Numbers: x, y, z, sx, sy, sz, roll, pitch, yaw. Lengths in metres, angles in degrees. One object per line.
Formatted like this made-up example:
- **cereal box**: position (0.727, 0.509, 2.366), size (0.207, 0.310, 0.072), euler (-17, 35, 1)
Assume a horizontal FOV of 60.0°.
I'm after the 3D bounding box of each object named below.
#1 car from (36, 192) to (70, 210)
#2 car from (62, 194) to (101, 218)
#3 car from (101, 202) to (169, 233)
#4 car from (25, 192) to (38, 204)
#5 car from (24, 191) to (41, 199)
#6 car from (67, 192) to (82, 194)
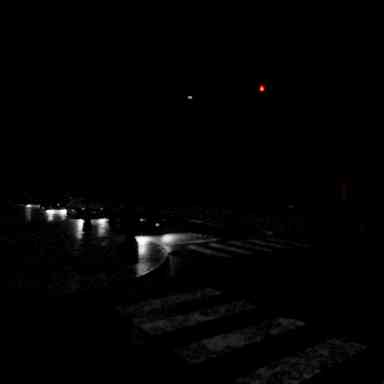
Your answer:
- **car**: position (-14.137, 1.019, 33.887), size (1.994, 1.385, 4.181), euler (1, 0, -36)
- **car**: position (-8.362, 1.160, 25.849), size (1.812, 1.442, 4.674), euler (1, 0, -35)
- **car**: position (-3.134, 1.328, 18.569), size (1.812, 1.442, 4.674), euler (1, 1, -37)
- **car**: position (-20.123, 0.781, 42.368), size (1.837, 1.490, 4.892), euler (1, 0, -32)
- **car**: position (-28.627, 0.608, 59.545), size (1.895, 1.301, 4.718), euler (1, 0, -36)
- **car**: position (-14.189, 0.771, 39.452), size (2.097, 1.767, 4.553), euler (1, 0, -36)
